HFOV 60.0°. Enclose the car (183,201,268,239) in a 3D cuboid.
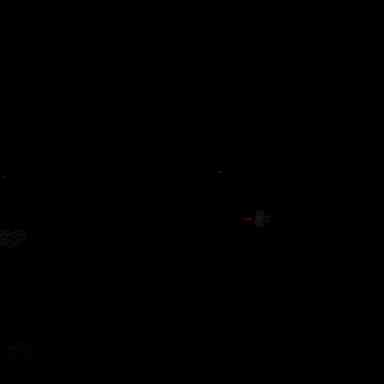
[{"bbox_3d":[1.850,1.572,19.752,2.150,2.045,5.566,2,-2,-41],"label":"car"}]
